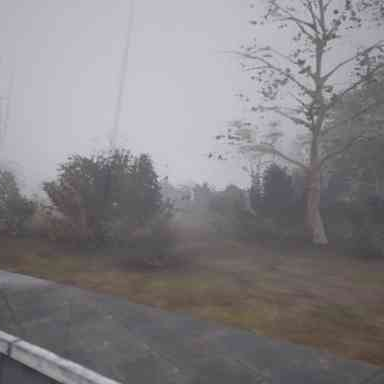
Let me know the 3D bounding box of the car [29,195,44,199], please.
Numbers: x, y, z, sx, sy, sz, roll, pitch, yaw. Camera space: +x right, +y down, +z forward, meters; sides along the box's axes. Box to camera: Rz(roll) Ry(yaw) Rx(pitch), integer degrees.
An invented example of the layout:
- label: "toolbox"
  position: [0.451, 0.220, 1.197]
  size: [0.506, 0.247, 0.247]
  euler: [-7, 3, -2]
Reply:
- label: "car"
  position: [-22.534, 1.126, 47.186]
  size: [2.128, 1.511, 4.902]
  euler: [2, -2, 17]
